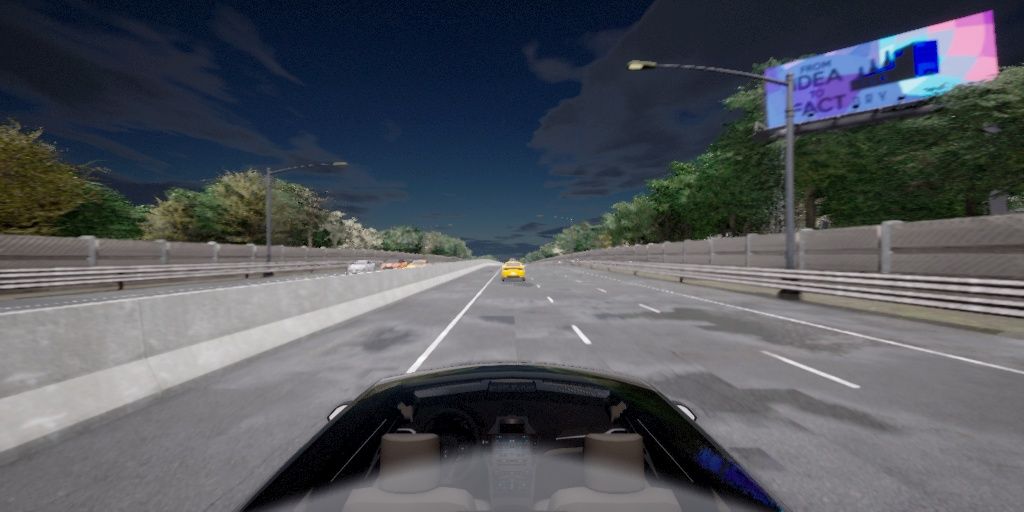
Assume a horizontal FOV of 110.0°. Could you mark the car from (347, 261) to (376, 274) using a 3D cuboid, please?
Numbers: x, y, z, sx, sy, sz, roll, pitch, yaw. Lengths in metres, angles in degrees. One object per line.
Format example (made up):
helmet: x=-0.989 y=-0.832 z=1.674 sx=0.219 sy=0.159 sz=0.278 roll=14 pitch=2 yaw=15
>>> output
car: x=-17.545 y=1.279 z=42.136 sx=1.812 sy=1.442 sz=4.674 roll=0 pitch=0 yaw=1

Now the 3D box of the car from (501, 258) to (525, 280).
car: x=0.105 y=1.232 z=31.132 sx=1.882 sy=1.535 sz=5.008 roll=0 pitch=0 yaw=0

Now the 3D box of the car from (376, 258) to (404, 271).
car: x=-14.050 y=1.105 z=42.906 sx=2.097 sy=1.767 sz=4.553 roll=0 pitch=0 yaw=0

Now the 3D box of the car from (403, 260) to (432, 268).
car: x=-10.555 y=1.231 z=41.304 sx=1.882 sy=1.535 sz=5.008 roll=0 pitch=0 yaw=0
